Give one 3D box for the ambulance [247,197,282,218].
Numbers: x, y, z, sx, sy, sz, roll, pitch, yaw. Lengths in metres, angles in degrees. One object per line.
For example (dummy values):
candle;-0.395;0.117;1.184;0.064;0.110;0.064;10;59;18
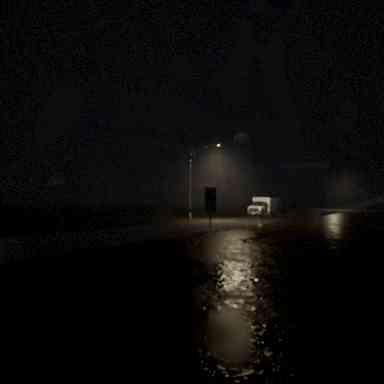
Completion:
ambulance;9.048;1.878;41.503;2.351;2.431;6.366;0;-1;36
